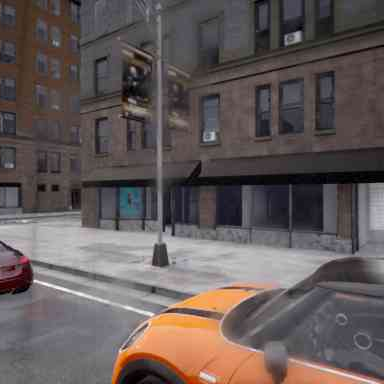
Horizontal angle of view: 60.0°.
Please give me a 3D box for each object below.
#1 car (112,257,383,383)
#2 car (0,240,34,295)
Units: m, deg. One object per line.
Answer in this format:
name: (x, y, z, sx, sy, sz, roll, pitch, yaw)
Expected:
car: (1.457, 1.352, 2.647, 4.553, 1.767, 2.097, 0, 0, 36)
car: (-5.482, 1.563, 7.582, 4.181, 1.385, 1.994, 0, 0, 36)
